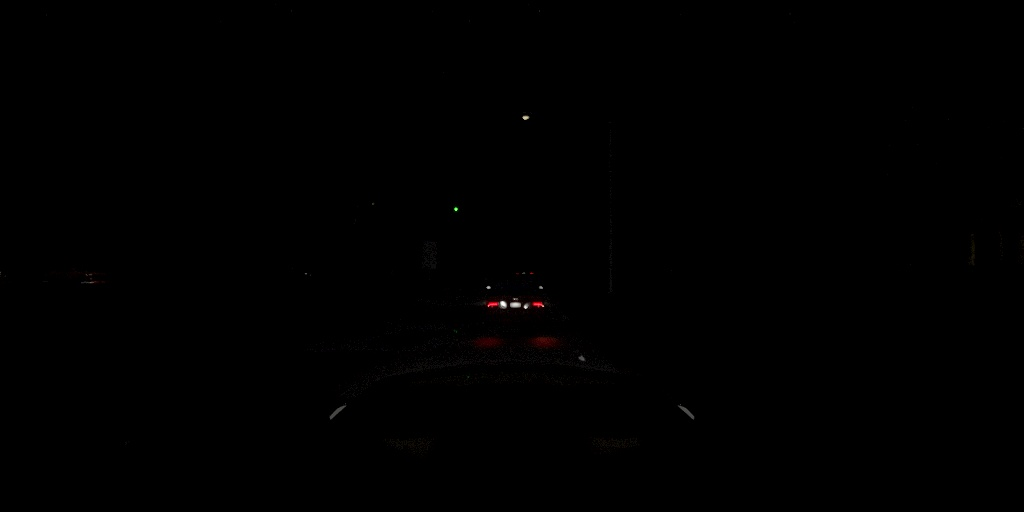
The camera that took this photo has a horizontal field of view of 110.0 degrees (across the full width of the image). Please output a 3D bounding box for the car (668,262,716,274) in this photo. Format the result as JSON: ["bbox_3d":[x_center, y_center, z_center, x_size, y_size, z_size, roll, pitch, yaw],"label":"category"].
[{"bbox_3d":[20.465,1.336,40.985,4.718,1.301,1.895,-1,-3,0],"label":"car"}]

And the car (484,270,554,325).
[{"bbox_3d":[0.095,1.371,12.092,2.033,1.411,5.357,0,0,0],"label":"car"}]

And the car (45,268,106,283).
[{"bbox_3d":[-45.390,1.970,37.362,5.008,1.535,1.882,0,-2,0],"label":"car"}]

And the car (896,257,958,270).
[{"bbox_3d":[47.333,0.875,40.917,5.357,1.411,2.033,-1,-3,1],"label":"car"}]

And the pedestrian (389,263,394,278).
[{"bbox_3d":[-15.100,1.773,44.914,0.375,1.860,0.375,0,-2,0],"label":"pedestrian"}]

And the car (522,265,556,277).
[{"bbox_3d":[2.187,1.481,31.799,2.033,1.411,5.357,-3,-1,28],"label":"car"}]

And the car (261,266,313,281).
[{"bbox_3d":[-23.315,1.787,37.317,4.892,1.490,1.837,-1,-3,0],"label":"car"}]
